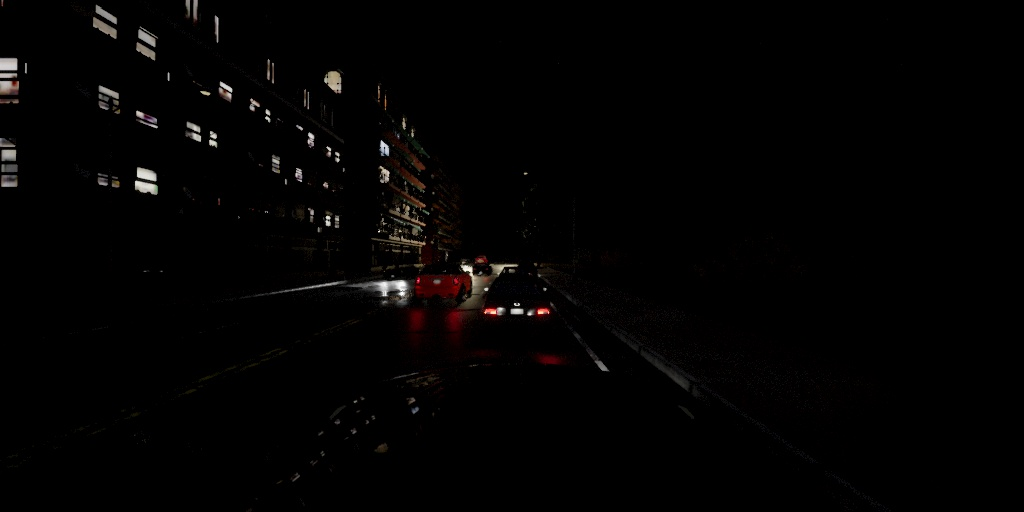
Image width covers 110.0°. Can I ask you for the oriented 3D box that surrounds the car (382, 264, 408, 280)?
[{"bbox_3d":[-9.825,1.354,31.748,1.895,1.301,4.718,0,0,0],"label":"car"}]

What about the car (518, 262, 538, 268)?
[{"bbox_3d":[1.163,1.259,30.722,1.837,1.490,4.892,0,0,0],"label":"car"}]

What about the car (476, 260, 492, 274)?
[{"bbox_3d":[-3.118,1.354,38.217,1.895,1.301,4.718,0,0,0],"label":"car"}]

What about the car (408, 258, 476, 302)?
[{"bbox_3d":[-3.136,1.105,17.068,2.097,1.767,4.553,0,0,0],"label":"car"}]

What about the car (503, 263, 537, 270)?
[{"bbox_3d":[0.116,1.300,20.955,2.033,1.411,5.357,0,0,0],"label":"car"}]

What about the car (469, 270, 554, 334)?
[{"bbox_3d":[0.110,1.299,10.593,2.033,1.411,5.357,0,0,0],"label":"car"}]
